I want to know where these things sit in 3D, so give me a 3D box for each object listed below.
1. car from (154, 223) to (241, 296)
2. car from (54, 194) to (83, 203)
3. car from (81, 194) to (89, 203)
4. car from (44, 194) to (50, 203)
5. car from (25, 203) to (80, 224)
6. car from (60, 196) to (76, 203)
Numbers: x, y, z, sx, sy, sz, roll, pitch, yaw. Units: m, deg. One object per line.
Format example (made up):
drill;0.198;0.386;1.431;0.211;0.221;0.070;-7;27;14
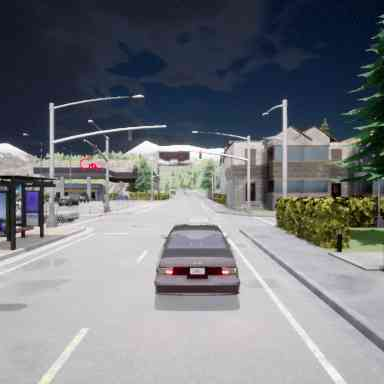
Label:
car;0.105;1.547;8.828;2.033;1.411;5.357;0;0;0
car;-18.896;1.490;51.033;2.007;1.523;4.514;0;0;0
car;-22.590;1.268;68.904;1.905;1.878;3.866;0;0;0
car;-25.859;1.289;61.029;1.932;1.855;4.605;0;0;0
car;-11.297;1.777;25.910;4.718;1.301;1.895;0;0;0
car;-25.916;1.552;69.508;1.970;1.475;3.806;0;0;0
